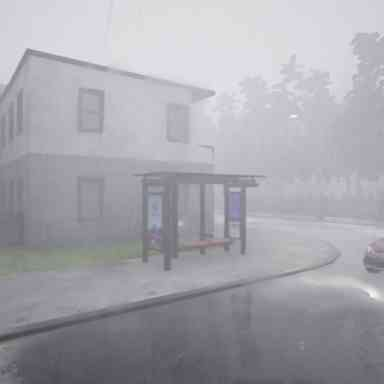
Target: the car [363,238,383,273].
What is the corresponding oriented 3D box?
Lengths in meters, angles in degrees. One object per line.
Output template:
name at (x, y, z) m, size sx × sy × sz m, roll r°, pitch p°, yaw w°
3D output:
car at (6.786, 1.526, 9.491) m, size 4.674 × 1.442 × 1.812 m, roll 0°, pitch 0°, yaw -36°
